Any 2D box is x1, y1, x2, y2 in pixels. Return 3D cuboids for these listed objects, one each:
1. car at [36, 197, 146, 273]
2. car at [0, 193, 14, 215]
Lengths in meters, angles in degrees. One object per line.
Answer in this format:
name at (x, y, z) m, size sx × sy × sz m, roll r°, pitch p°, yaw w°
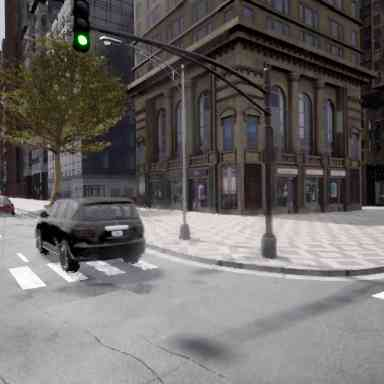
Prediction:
car at (-3.537, 1.189, 10.978) m, size 2.150 × 2.045 × 5.566 m, roll -1°, pitch 1°, yaw -36°
car at (-18.499, 1.283, 31.923) m, size 2.097 × 1.767 × 4.553 m, roll -1°, pitch 1°, yaw -36°
